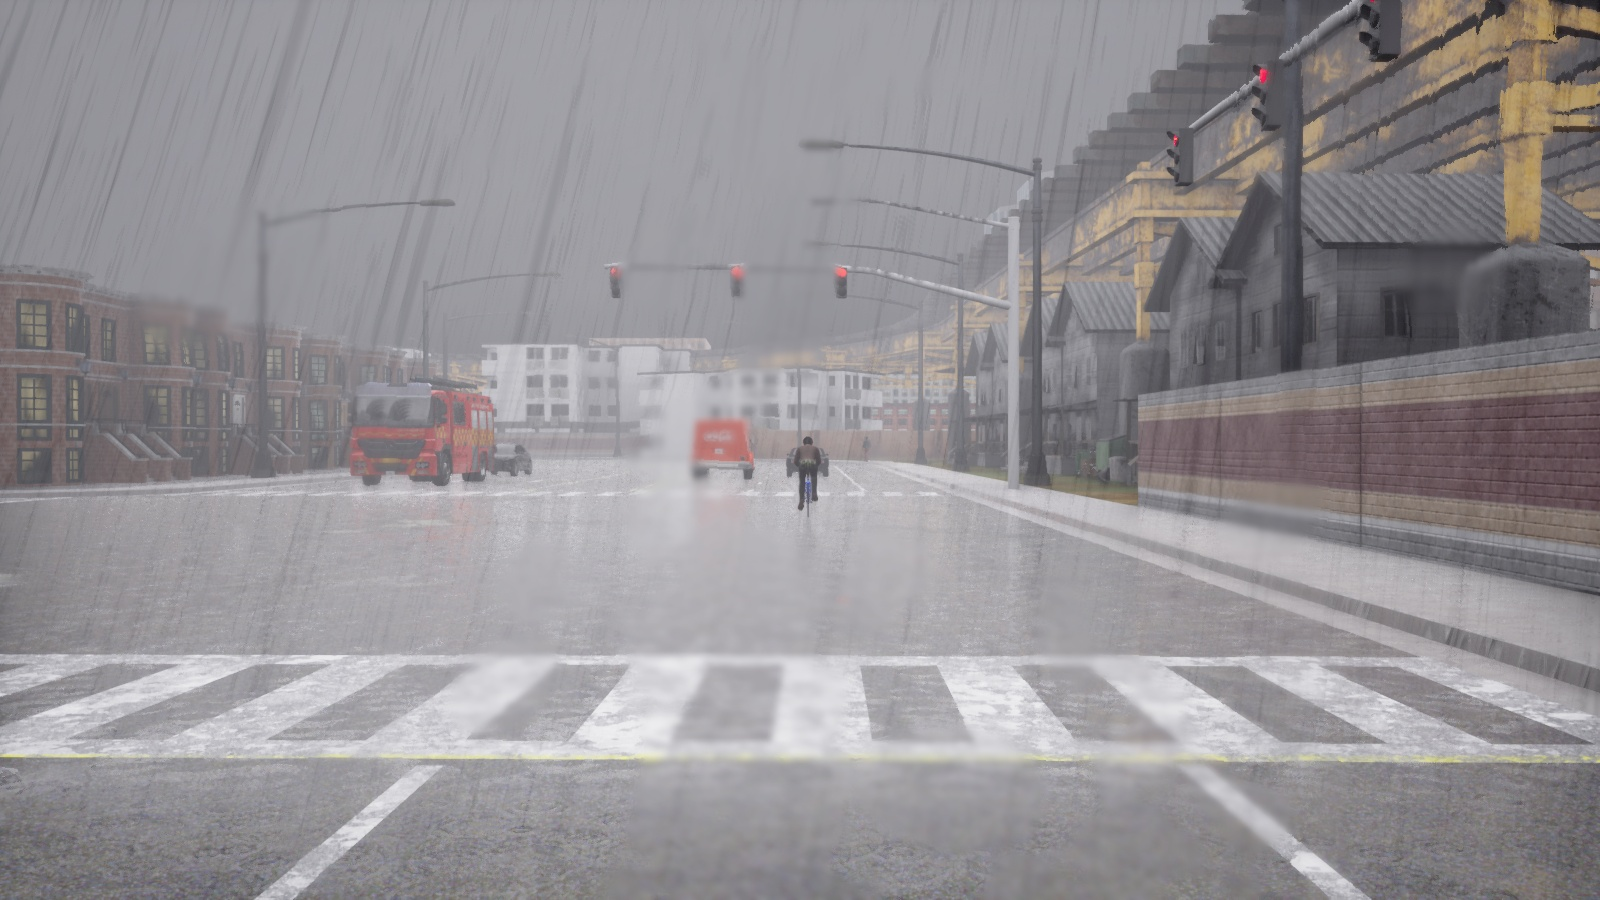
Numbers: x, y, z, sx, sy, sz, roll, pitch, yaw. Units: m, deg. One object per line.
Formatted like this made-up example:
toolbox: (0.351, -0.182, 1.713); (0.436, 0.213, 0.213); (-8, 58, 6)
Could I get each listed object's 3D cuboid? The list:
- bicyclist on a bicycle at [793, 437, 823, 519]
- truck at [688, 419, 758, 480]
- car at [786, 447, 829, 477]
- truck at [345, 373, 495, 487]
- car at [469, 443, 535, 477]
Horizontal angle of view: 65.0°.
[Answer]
bicyclist on a bicycle: (0.163, 0.554, 25.723); (0.582, 1.620, 1.656); (0, 0, 0)
truck: (-3.180, -0.043, 53.249); (2.627, 2.467, 5.204); (0, 0, 0)
car: (0.341, 0.525, 57.079); (1.895, 1.301, 4.718); (0, 0, 0)
truck: (-13.720, -0.690, 46.187); (2.891, 3.827, 8.468); (0, 0, 0)
car: (-13.654, 0.414, 57.827); (1.837, 1.490, 4.892); (0, 0, 0)
